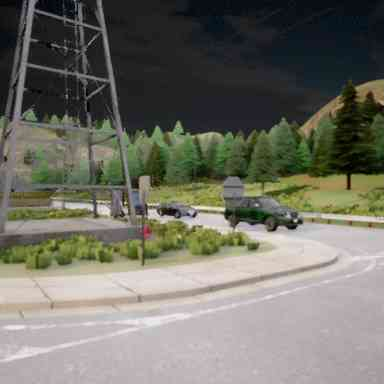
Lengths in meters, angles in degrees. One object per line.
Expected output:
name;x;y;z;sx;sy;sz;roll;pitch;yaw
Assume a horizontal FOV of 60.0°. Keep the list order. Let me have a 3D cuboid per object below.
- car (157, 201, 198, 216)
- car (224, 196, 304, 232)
car;-1.387;1.566;29.813;2.128;1.511;4.902;0;0;-34
car;4.386;1.296;21.329;2.150;2.045;5.566;0;0;-34
